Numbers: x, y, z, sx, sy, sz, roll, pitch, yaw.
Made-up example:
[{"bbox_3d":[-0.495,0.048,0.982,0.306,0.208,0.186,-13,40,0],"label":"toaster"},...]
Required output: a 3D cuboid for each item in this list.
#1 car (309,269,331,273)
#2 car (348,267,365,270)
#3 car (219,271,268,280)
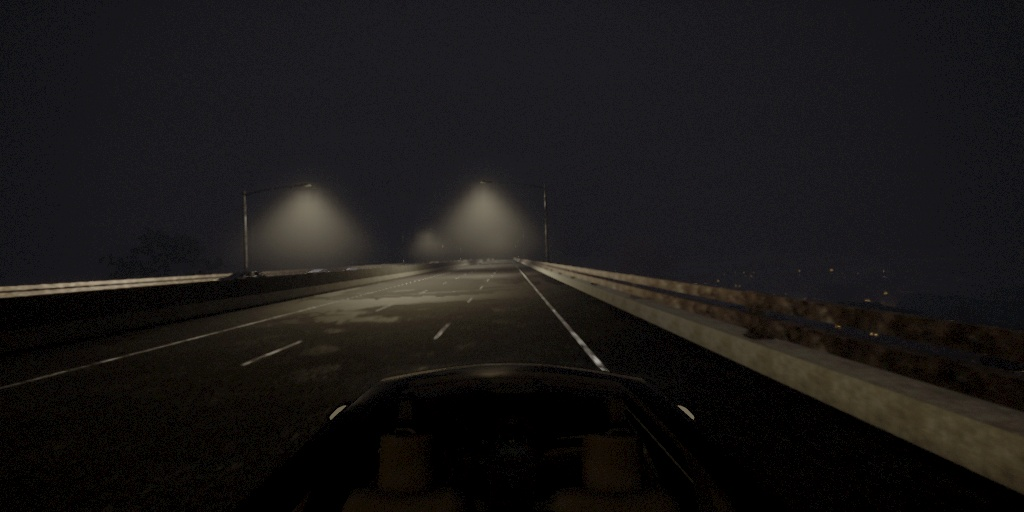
[{"bbox_3d":[-21.475,2.138,40.026,1.994,1.385,4.181,-2,0,0],"label":"car"},{"bbox_3d":[-17.984,2.010,41.169,2.033,1.411,5.357,-2,0,0],"label":"car"},{"bbox_3d":[-24.969,2.173,33.421,1.837,1.490,4.892,-2,0,0],"label":"car"}]
